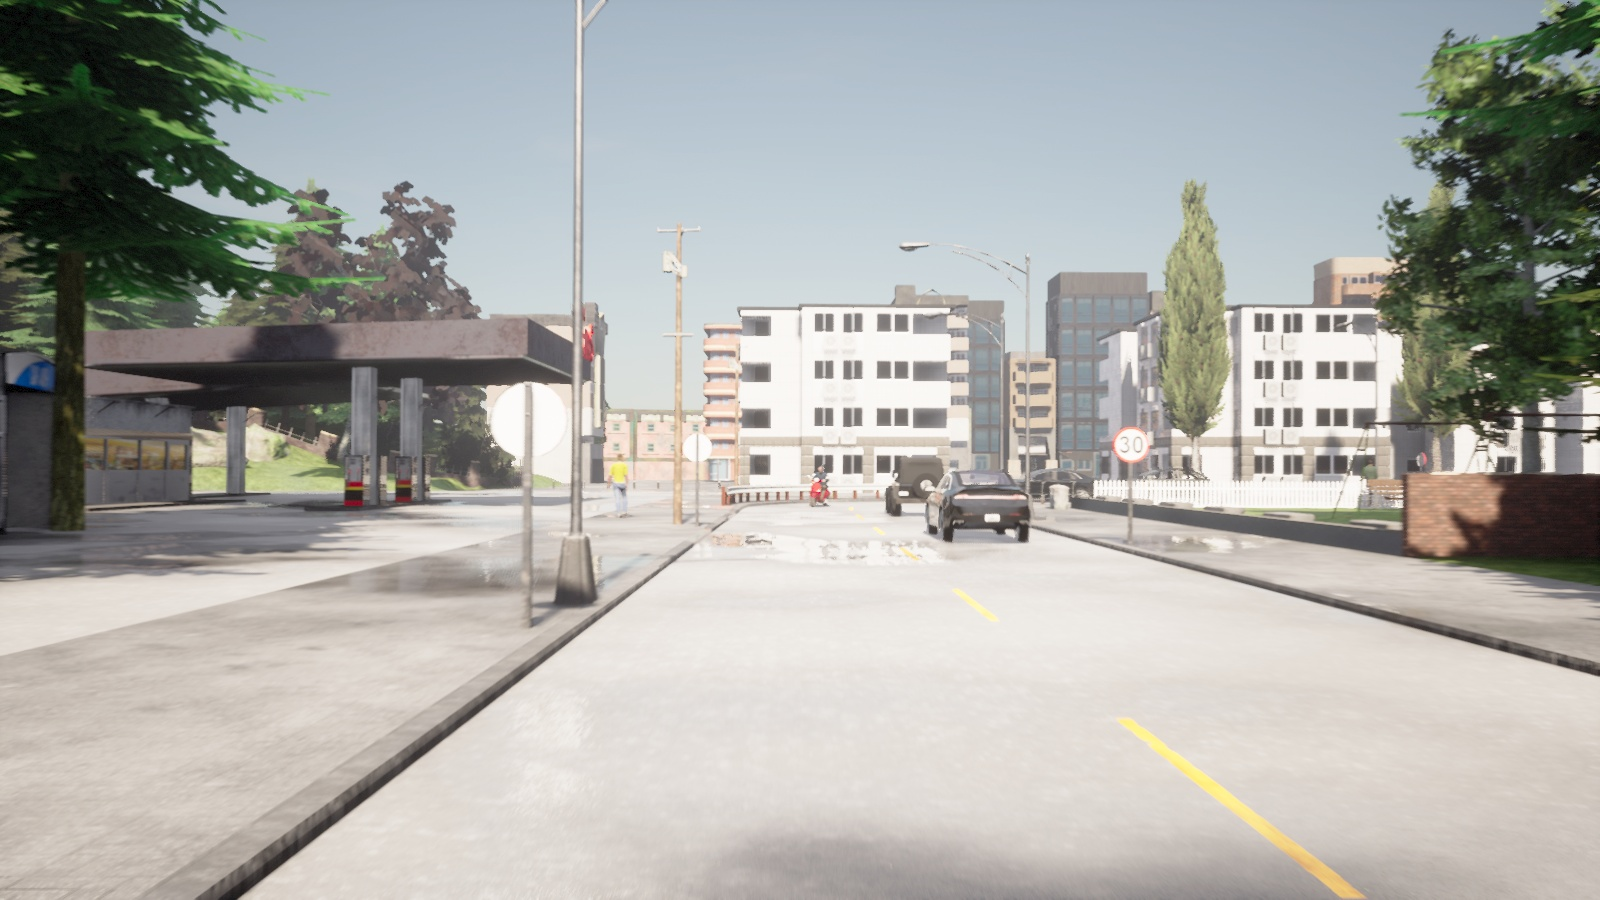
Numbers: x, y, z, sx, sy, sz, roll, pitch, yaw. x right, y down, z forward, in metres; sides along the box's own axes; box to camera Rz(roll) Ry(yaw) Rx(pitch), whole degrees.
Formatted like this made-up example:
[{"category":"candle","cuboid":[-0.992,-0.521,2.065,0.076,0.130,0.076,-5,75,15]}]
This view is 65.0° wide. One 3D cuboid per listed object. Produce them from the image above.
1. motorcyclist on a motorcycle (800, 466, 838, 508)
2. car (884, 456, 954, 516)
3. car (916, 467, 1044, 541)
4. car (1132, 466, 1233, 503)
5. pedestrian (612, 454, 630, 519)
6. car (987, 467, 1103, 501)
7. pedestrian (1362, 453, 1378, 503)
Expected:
[{"category":"motorcyclist on a motorcycle","cuboid":[0.755,1.435,49.231,0.866,1.590,1.817,1,0,21]},{"category":"car","cuboid":[3.859,1.155,41.311,1.905,1.878,3.866,0,-1,0]},{"category":"car","cuboid":[3.905,1.134,28.088,2.128,1.511,4.902,0,-1,0]},{"category":"car","cuboid":[16.287,1.455,53.561,3.705,1.549,1.789,0,-1,-1]},{"category":"pedestrian","cuboid":[-5.058,1.026,35.555,0.354,1.836,0.706,0,-1,5]},{"category":"car","cuboid":[11.183,1.555,57.405,4.892,1.490,1.837,0,-1,-3]},{"category":"pedestrian","cuboid":[22.568,1.108,49.717,0.423,1.949,0.788,0,-1,16]}]
